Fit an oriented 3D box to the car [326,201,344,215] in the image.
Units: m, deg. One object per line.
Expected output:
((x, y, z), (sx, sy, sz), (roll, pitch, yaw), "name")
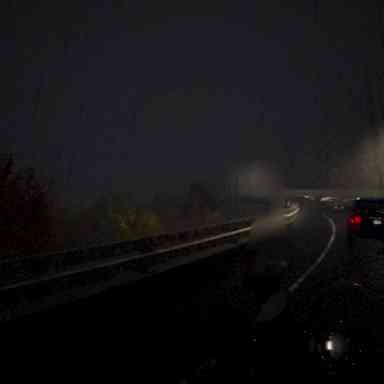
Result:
((15.779, 1.671, 36.031), (2.033, 1.411, 5.357), (0, 0, 13), "car")

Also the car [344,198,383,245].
((8.387, 1.285, 15.396), (2.150, 2.045, 5.566), (1, 0, 26), "car")
